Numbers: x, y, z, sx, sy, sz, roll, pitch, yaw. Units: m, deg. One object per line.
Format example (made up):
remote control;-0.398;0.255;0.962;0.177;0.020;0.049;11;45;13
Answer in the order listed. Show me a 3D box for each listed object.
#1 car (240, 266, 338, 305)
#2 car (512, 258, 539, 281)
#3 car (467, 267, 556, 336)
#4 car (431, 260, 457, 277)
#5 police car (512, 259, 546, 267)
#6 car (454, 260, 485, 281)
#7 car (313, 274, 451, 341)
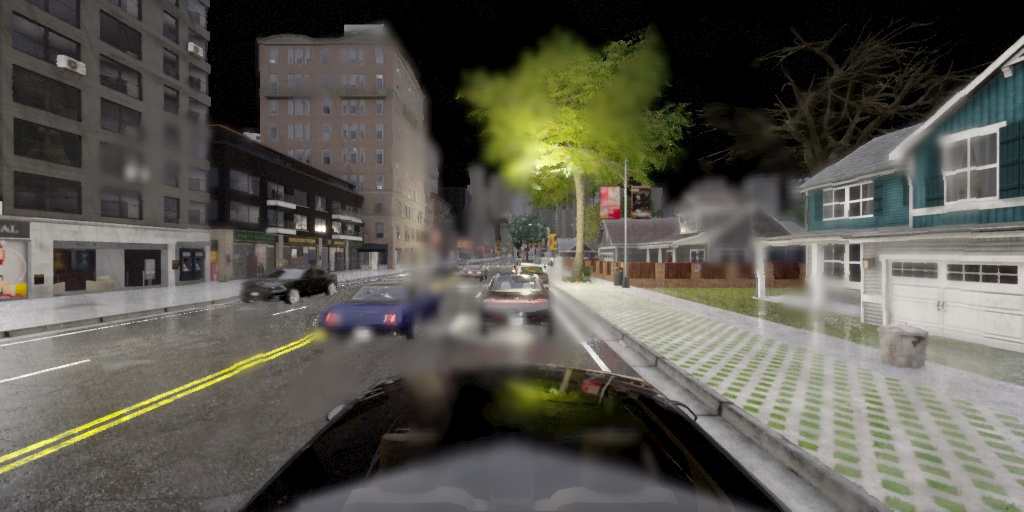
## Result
car;-9.789;1.221;16.207;1.882;1.535;5.008;0;0;0
car;1.094;1.082;30.457;2.097;1.767;4.553;0;0;0
car;0.134;1.239;10.348;2.128;1.511;4.902;0;0;0
car;-6.463;1.327;34.772;1.895;1.301;4.718;0;0;0
police car;1.053;1.165;20.597;1.930;1.638;5.238;0;0;0
car;-3.036;1.279;29.296;2.033;1.411;5.357;0;0;1
car;-3.116;1.348;9.774;1.895;1.301;4.718;0;0;0
